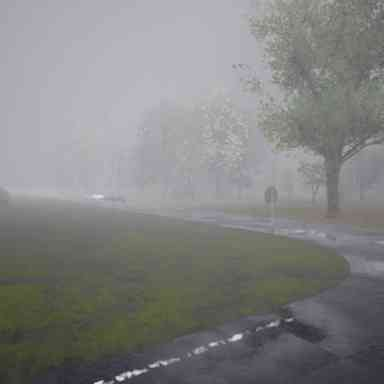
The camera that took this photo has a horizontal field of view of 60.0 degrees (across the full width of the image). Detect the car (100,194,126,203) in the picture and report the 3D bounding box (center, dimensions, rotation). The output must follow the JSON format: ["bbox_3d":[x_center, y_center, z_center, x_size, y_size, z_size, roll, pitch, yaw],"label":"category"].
[{"bbox_3d":[-11.370,0.870,48.657,1.895,1.301,4.718,0,1,-33],"label":"car"}]

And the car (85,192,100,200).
[{"bbox_3d":[-16.765,0.712,56.819,1.895,1.301,4.718,0,1,-33],"label":"car"}]

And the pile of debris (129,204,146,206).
[{"bbox_3d":[-6.875,1.578,41.695,1.500,0.140,1.860,0,1,-33],"label":"pile of debris"}]
